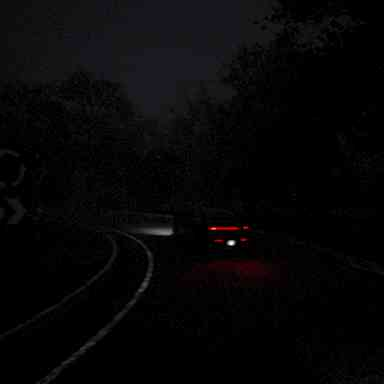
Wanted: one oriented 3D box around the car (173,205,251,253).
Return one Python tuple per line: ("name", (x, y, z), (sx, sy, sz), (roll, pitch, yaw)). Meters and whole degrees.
("car", (0.564, 1.232, 12.448), (1.837, 1.490, 4.892), (0, 1, -15))
